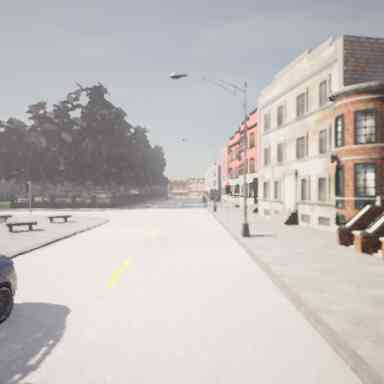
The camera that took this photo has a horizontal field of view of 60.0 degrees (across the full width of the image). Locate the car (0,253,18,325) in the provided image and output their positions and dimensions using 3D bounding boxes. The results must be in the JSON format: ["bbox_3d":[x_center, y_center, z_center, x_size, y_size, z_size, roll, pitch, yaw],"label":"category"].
[{"bbox_3d":[-4.089,1.522,4.339,1.812,1.442,4.674,0,0,0],"label":"car"}]
